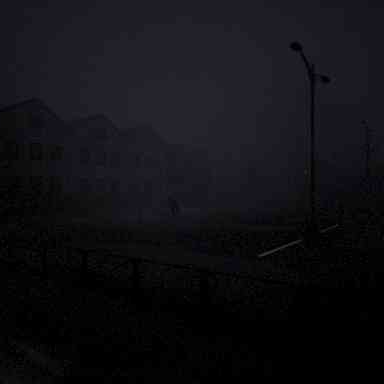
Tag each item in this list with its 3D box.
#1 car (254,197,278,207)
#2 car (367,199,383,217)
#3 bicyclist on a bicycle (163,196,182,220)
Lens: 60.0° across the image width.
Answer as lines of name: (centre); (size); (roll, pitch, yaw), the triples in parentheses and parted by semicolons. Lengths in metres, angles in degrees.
car: (10.440, 1.355, 46.668); (2.033, 1.411, 5.357); (0, 0, 32)
car: (15.442, 1.298, 26.798); (2.007, 1.523, 4.514); (0, 0, 35)
bicyclist on a bicycle: (-1.376, 1.109, 23.031); (1.656, 1.620, 0.582); (0, 0, 35)
